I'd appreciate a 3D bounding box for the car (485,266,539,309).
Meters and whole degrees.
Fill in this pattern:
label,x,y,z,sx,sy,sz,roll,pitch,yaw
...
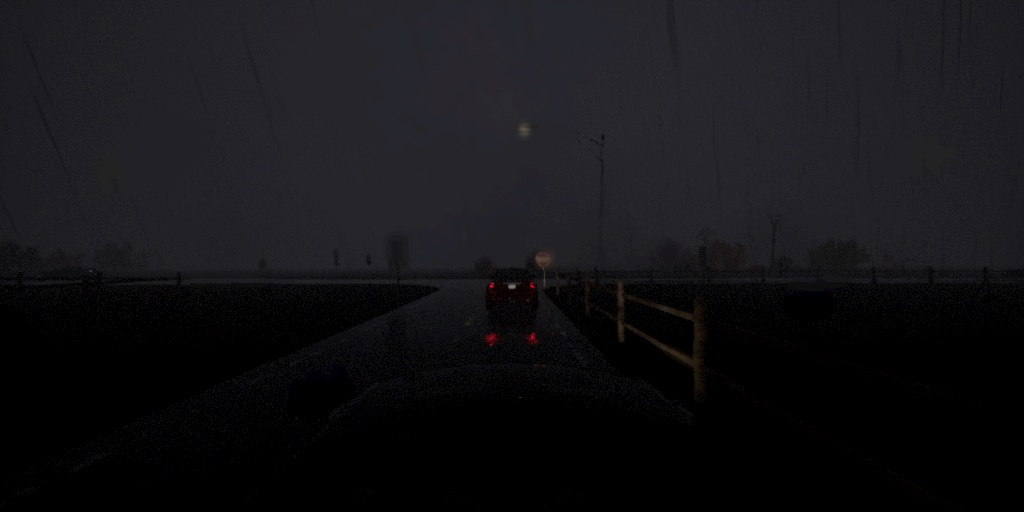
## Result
label,x,y,z,sx,sy,sz,roll,pitch,yaw
car,0.006,1.230,15.922,2.097,1.767,4.553,0,-1,0

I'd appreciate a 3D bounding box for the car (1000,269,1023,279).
label,x,y,z,sx,sy,sz,roll,pitch,yaw
car,48.938,1.558,33.433,4.718,1.301,1.895,0,0,1

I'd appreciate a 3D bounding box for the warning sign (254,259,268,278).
label,x,y,z,sx,sy,sz,roll,pitch,yaw
warning sign,-25.376,1.247,36.490,1.060,1.860,1.300,0,0,0

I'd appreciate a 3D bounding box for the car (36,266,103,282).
label,x,y,z,sx,sy,sz,roll,pitch,yaw
car,-42.143,1.654,34.188,4.902,1.511,2.128,0,0,1
